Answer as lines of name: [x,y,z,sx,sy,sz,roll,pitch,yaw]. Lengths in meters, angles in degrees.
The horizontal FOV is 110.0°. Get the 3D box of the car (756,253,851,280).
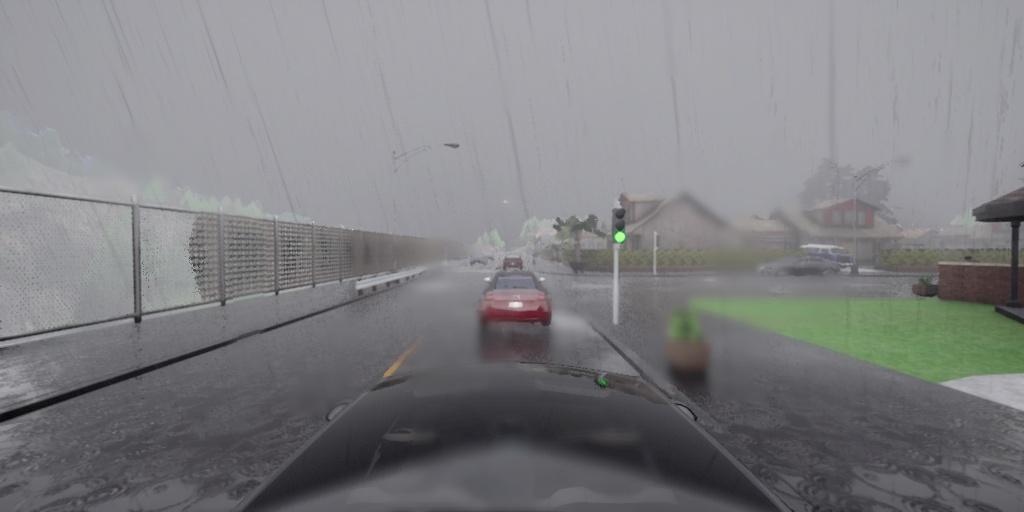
car: [19.249,0.779,24.217,4.902,1.511,2.128,0,1,0]

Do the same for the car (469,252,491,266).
car: [-4.089,0.429,44.223,2.033,1.411,5.357,0,1,0]

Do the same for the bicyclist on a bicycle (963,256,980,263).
bicyclist on a bicycle: [20.284,0.811,15.822,0.582,1.620,1.656,0,1,0]

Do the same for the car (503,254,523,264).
car: [0.100,0.512,36.713,1.882,1.535,5.008,0,1,0]

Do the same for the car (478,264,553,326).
car: [0.092,1.127,10.856,1.994,1.385,4.181,0,1,0]

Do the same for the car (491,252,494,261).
car: [-4.042,0.022,60.707,1.882,1.535,5.008,0,1,1]
